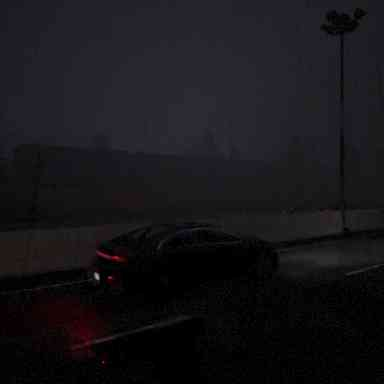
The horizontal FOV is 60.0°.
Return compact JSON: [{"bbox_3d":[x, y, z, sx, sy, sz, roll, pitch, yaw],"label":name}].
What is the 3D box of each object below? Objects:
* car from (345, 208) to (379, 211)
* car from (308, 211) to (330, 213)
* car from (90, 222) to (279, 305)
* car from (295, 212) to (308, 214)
[{"bbox_3d":[14.987,1.499,27.634,4.674,1.442,1.812,0,0,-36],"label":"car"},{"bbox_3d":[13.155,1.478,30.626,4.892,1.490,1.837,0,0,-36],"label":"car"},{"bbox_3d":[0.063,1.489,8.128,4.902,1.511,2.128,0,0,-35],"label":"car"},{"bbox_3d":[11.032,1.522,33.413,5.357,1.411,2.033,0,0,-36],"label":"car"}]
